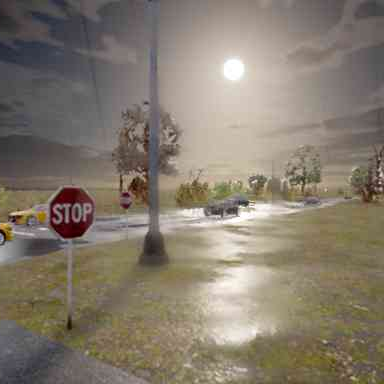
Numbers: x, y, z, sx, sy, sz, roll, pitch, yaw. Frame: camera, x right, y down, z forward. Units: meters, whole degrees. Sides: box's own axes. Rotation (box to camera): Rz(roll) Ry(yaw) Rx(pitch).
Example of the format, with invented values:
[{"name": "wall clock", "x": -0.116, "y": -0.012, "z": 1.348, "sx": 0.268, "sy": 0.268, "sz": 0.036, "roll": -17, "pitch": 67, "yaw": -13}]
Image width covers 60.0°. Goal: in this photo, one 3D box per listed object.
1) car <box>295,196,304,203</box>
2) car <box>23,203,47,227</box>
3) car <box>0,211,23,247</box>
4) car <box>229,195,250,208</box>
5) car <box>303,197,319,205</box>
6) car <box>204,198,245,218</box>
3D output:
[{"name": "car", "x": 26.072, "y": 1.762, "z": 78.697, "sx": 2.033, "sy": 1.411, "sz": 5.357, "roll": 0, "pitch": 0, "yaw": 34}, {"name": "car", "x": -10.467, "y": 1.554, "z": 23.893, "sx": 1.882, "sy": 1.535, "sz": 5.008, "roll": 0, "pitch": 0, "yaw": 34}, {"name": "car", "x": -9.532, "y": 1.502, "z": 12.677, "sx": 1.882, "sy": 1.535, "sz": 5.008, "roll": 0, "pitch": 0, "yaw": 34}, {"name": "car", "x": 6.683, "y": 1.407, "z": 49.617, "sx": 2.150, "sy": 2.045, "sz": 5.566, "roll": 0, "pitch": 0, "yaw": 34}, {"name": "car", "x": 22.649, "y": 1.714, "z": 62.364, "sx": 1.837, "sy": 1.490, "sz": 4.892, "roll": 1, "pitch": 0, "yaw": 28}, {"name": "car", "x": 2.898, "y": 1.617, "z": 31.298, "sx": 1.837, "sy": 1.490, "sz": 4.892, "roll": 0, "pitch": 0, "yaw": 34}]
